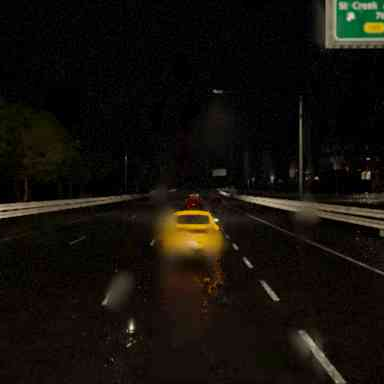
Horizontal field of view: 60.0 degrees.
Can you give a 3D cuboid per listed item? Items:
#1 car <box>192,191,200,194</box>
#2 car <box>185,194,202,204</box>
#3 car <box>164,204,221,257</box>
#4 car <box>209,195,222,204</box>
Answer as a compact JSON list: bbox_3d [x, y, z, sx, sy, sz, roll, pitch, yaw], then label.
[{"bbox_3d":[0.557,1.094,72.521,1.882,1.535,5.008,0,0,1],"label":"car"},{"bbox_3d":[0.193,1.334,42.527,1.882,1.535,5.008,0,0,1],"label":"car"},{"bbox_3d":[0.019,1.463,12.880,1.882,1.535,5.008,0,0,0],"label":"car"},{"bbox_3d":[3.933,1.230,56.017,1.882,1.535,5.008,0,1,1],"label":"car"}]
